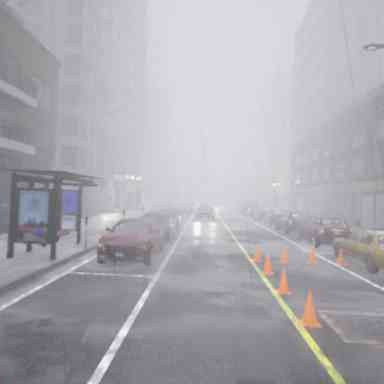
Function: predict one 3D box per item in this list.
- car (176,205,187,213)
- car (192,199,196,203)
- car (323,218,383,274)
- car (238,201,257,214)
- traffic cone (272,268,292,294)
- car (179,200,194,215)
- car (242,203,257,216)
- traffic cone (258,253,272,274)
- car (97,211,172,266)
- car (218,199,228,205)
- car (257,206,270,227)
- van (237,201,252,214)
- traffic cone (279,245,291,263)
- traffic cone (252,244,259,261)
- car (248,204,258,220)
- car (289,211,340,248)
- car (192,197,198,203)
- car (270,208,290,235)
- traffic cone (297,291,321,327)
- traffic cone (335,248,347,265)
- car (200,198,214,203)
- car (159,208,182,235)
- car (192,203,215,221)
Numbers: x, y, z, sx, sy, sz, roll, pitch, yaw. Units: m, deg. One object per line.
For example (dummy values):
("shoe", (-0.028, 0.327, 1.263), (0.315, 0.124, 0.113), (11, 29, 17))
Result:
("car", (-1.614, 1.773, 22.951), (1.947, 1.339, 4.313), (2, -1, 2))
("car", (-0.813, 2.064, 45.035), (1.947, 1.339, 4.313), (2, -1, 2))
("car", (6.507, 1.920, 11.782), (1.752, 1.417, 4.829), (2, -1, 2))
("car", (7.711, 2.144, 44.731), (2.192, 1.841, 5.009), (2, -1, 2))
("traffic cone", (2.224, 2.139, 8.094), (0.340, 0.580, 0.340), (2, -1, 2))
("car", (-1.014, 2.008, 39.514), (1.802, 1.307, 4.206), (2, -1, 2))
("car", (7.501, 2.322, 39.208), (1.947, 1.339, 4.313), (2, -1, 2))
("traffic cone", (2.297, 2.165, 10.093), (0.340, 0.580, 0.340), (2, -1, 2))
("car", (-2.014, 1.607, 11.909), (1.887, 1.381, 4.507), (2, -1, 2))
("car", (9.211, 2.935, 94.117), (1.967, 1.590, 4.097), (2, -1, 1))
("car", (7.101, 2.161, 28.170), (2.008, 1.369, 4.403), (2, -1, 2))
("van", (7.910, 2.243, 50.250), (1.690, 1.788, 3.998), (2, -1, 2))
("traffic cone", (3.368, 2.230, 12.055), (0.340, 0.580, 0.340), (2, -1, 2))
("traffic cone", (2.369, 2.192, 12.091), (0.340, 0.580, 0.340), (2, -1, 2))
("car", (7.301, 2.234, 33.689), (2.008, 1.369, 4.403), (2, -1, 2))
("car", (6.705, 1.905, 17.132), (1.967, 1.590, 4.097), (2, -1, 2))
("car", (-0.608, 2.012, 50.557), (1.967, 1.590, 4.097), (2, -1, 2))
("car", (6.905, 1.978, 22.652), (1.967, 1.590, 4.097), (2, -1, 2))
("traffic cone", (2.152, 2.113, 6.096), (0.340, 0.580, 0.340), (2, -1, 2))
("traffic cone", (5.365, 2.308, 11.981), (0.340, 0.580, 0.340), (2, -1, 2))
("car", (2.375, 2.269, 59.317), (1.882, 1.535, 5.008), (2, -1, 2))
("car", (-1.814, 1.701, 17.430), (1.947, 1.339, 4.313), (2, -1, 2))
("car", (1.280, 2.029, 32.087), (1.895, 1.301, 4.718), (2, -1, 2))
